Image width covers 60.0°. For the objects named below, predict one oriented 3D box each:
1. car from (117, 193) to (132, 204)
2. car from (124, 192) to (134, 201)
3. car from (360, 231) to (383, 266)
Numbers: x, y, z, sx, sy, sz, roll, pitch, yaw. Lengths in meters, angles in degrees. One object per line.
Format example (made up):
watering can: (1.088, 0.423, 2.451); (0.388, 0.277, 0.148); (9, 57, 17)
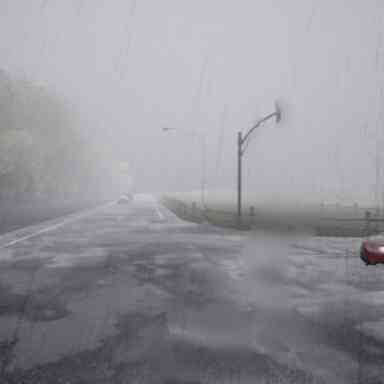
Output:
car: (-11.827, 1.380, 57.652); (1.812, 1.442, 4.674); (1, 0, -8)
car: (-13.875, 1.049, 71.802); (2.150, 2.045, 5.566); (1, 0, -8)
car: (7.448, 1.711, 10.659); (4.181, 1.385, 1.994); (2, -1, -26)
